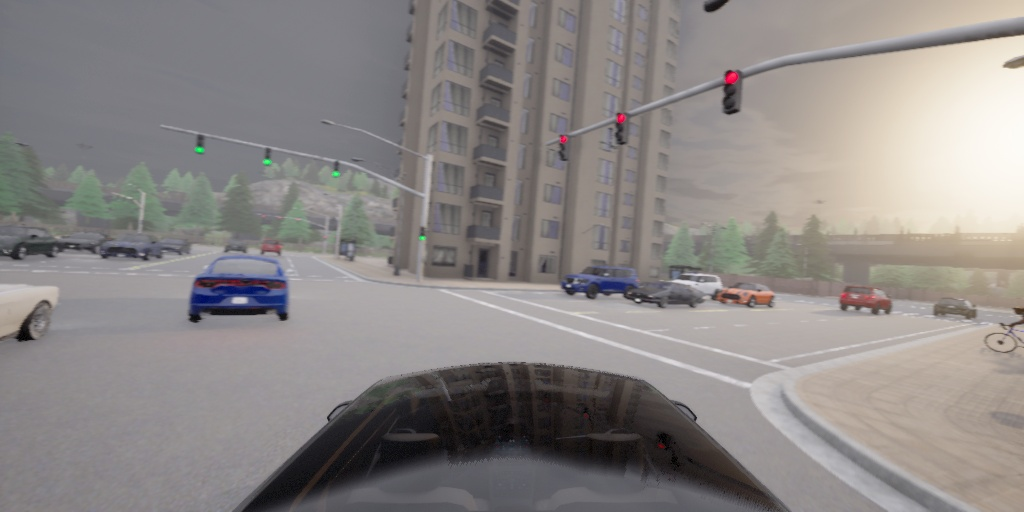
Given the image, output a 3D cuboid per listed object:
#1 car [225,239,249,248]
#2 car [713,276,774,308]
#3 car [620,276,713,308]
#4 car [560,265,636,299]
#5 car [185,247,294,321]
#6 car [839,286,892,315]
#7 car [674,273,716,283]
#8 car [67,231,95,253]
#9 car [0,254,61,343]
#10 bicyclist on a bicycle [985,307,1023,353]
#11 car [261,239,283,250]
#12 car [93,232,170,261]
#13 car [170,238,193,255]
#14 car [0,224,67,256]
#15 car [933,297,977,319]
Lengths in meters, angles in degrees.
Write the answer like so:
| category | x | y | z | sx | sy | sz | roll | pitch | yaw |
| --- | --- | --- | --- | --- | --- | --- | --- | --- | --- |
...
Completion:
| category | x | y | z | sx | sy | sz | roll | pitch | yaw |
| --- | --- | --- | --- | --- | --- | --- | --- | --- | --- |
| car | -33.527 | -1.231 | 43.730 | 2.097 | 1.767 | 4.553 | 5 | -1 | -33 |
| car | 17.110 | 2.725 | 26.143 | 4.553 | 1.767 | 2.097 | 5 | -1 | -32 |
| car | 9.167 | 2.226 | 21.087 | 5.357 | 1.411 | 2.033 | 5 | -1 | -33 |
| car | 5.749 | 1.640 | 23.038 | 5.566 | 2.045 | 2.150 | 5 | -1 | -33 |
| car | -7.190 | 0.717 | 9.805 | 1.882 | 1.535 | 5.008 | 5 | -1 | -33 |
| car | 29.043 | 3.587 | 29.416 | 5.566 | 2.045 | 2.150 | 7 | -2 | -32 |
| car | 14.460 | 2.402 | 28.599 | 5.566 | 2.045 | 2.150 | 5 | -1 | -33 |
| car | -30.177 | -0.978 | 25.582 | 1.837 | 1.490 | 4.892 | 5 | -1 | -33 |
| car | -7.713 | 0.744 | 4.191 | 1.895 | 1.301 | 4.718 | 5 | -1 | -33 |
| bicyclist on a bicycle | 17.188 | 2.546 | 11.994 | 0.582 | 1.620 | 1.656 | 5 | -1 | -33 |
| car | -30.621 | -1.107 | 45.685 | 2.150 | 2.045 | 5.566 | 5 | -1 | -33 |
| car | -24.580 | -0.696 | 23.388 | 2.097 | 1.767 | 4.553 | 5 | -1 | -33 |
| car | -30.262 | -0.879 | 32.149 | 2.033 | 1.411 | 5.357 | 5 | -1 | -32 |
| car | -25.221 | -0.800 | 17.968 | 2.097 | 1.767 | 4.553 | 5 | -1 | -33 |
| car | 39.896 | 4.588 | 32.233 | 4.553 | 1.767 | 2.097 | 5 | -1 | -32 |
